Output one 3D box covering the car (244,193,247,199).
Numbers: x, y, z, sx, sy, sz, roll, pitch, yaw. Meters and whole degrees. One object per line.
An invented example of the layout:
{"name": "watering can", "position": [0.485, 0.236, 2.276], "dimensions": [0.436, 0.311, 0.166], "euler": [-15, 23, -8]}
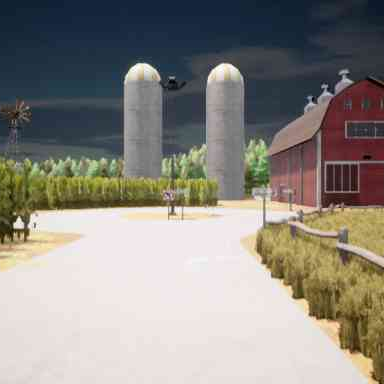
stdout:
{"name": "car", "position": [12.903, 1.032, 84.875], "dimensions": [1.994, 1.381, 4.181], "euler": [0, 0, -1]}
